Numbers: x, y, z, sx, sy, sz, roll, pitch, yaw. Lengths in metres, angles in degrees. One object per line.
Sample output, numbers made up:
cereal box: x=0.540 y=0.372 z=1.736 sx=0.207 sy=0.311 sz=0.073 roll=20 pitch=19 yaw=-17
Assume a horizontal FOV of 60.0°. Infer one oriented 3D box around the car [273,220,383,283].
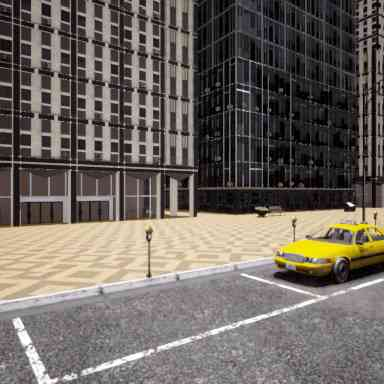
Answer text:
car: x=4.421 y=1.526 z=9.667 sx=4.829 sy=1.417 sz=1.752 roll=0 pitch=0 yaw=-35
